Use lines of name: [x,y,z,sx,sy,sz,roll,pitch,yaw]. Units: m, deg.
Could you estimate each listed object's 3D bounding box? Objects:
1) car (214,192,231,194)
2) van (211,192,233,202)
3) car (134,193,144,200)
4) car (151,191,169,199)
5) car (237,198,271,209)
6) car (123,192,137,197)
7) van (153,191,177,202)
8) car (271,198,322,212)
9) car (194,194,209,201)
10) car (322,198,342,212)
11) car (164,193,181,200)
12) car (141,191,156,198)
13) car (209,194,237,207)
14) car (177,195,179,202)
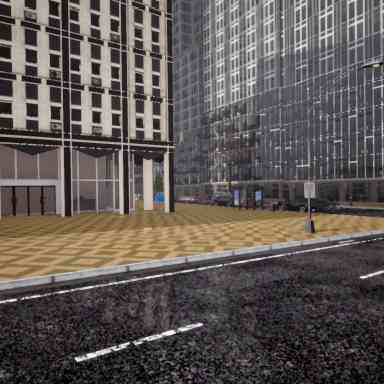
car: [5.272,1.211,48.496,1.812,1.442,4.674,-1,1,-34]
van: [5.259,0.855,58.816,1.690,1.788,3.998,0,1,-34]
car: [-11.254,1.039,68.216,2.008,1.369,4.403,0,1,-34]
car: [-7.516,0.615,77.622,2.192,1.841,5.009,0,1,-34]
car: [7.815,1.388,39.947,1.802,1.307,4.206,0,1,-34]
car: [-17.097,0.688,91.728,2.008,1.369,4.403,0,1,-34]
van: [-4.866,0.937,58.811,1.690,1.788,3.998,0,1,-34]
car: [10.995,1.424,35.234,1.947,1.339,4.313,0,1,-34]
car: [2.066,1.043,63.521,1.802,1.307,4.206,0,1,-34]
car: [13.759,1.348,35.995,1.812,1.442,4.674,-1,1,-34]
car: [-4.322,0.936,72.924,1.802,1.307,4.206,0,1,-34]
car: [-10.710,0.686,82.324,1.967,1.590,4.097,0,1,-34]
car: [4.670,1.319,44.680,1.947,1.339,4.313,0,1,-34]
car: [-4.320,1.048,62.781,1.882,1.535,5.008,-1,1,-34]
